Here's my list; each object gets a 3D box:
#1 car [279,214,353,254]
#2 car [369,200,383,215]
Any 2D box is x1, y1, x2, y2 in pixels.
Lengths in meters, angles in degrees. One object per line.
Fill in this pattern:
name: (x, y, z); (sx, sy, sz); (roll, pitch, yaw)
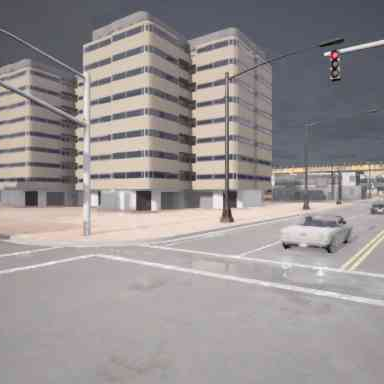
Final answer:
car: (5.267, 1.603, 13.780); (1.895, 1.301, 4.718); (0, 0, 35)
car: (19.388, 1.530, 33.749); (1.812, 1.442, 4.674); (0, 0, 35)
